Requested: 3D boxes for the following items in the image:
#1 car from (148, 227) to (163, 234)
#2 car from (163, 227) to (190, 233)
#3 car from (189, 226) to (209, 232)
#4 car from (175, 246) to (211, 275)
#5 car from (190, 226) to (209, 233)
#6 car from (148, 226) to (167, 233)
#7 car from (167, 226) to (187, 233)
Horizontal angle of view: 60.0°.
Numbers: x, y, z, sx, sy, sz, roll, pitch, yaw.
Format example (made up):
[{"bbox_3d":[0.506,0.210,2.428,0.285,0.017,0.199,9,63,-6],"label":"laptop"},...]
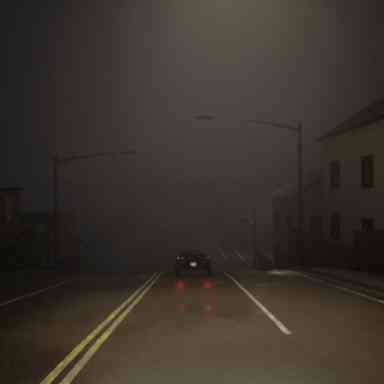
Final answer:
[{"bbox_3d":[-8.313,9.202,80.047,4.974,1.542,2.038,0,0,43],"label":"car"},{"bbox_3d":[-3.706,9.165,80.100,4.974,1.542,2.038,-1,0,-37],"label":"car"},{"bbox_3d":[1.606,8.962,80.963,4.536,1.218,1.853,0,0,28],"label":"car"},{"bbox_3d":[0.036,3.690,18.262,1.812,1.442,4.674,-1,-10,-1],"label":"car"},{"bbox_3d":[1.653,9.119,80.939,4.974,1.542,2.038,0,0,28],"label":"car"},{"bbox_3d":[-8.353,9.045,80.081,4.536,1.218,1.853,0,0,43],"label":"car"},{"bbox_3d":[-3.666,9.007,80.131,4.536,1.218,1.853,-1,0,-37],"label":"car"}]
